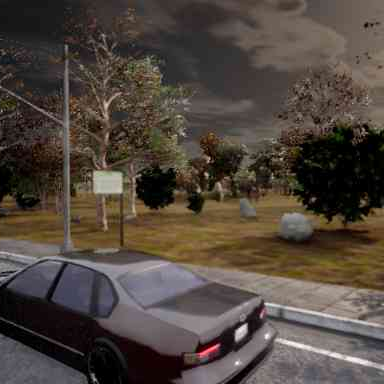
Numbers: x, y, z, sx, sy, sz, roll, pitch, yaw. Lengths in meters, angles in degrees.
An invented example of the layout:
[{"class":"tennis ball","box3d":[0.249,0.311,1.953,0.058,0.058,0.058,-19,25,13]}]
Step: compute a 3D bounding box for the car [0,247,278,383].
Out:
[{"class":"car","box3d":[-1.510,1.594,5.071,5.357,1.411,2.033,-1,0,36]}]
